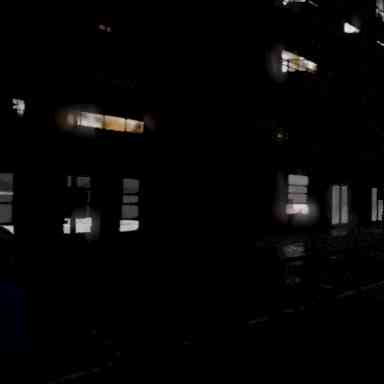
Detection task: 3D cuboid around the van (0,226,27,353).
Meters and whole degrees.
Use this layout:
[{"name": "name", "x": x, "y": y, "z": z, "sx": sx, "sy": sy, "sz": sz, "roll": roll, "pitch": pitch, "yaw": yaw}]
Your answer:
[{"name": "van", "x": -4.011, "y": 1.319, "z": 3.700, "sx": 3.998, "sy": 1.788, "sz": 1.690, "roll": 1, "pitch": 1, "yaw": -35}]
